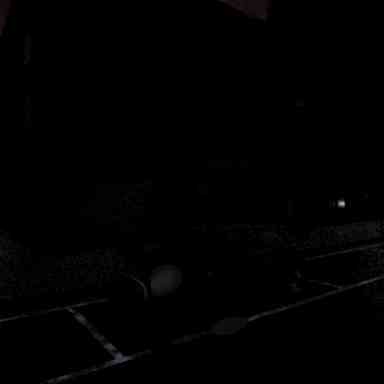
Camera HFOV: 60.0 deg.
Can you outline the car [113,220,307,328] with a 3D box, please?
[{"bbox_3d":[0.473,1.418,6.874,4.097,1.590,1.967,0,0,-36],"label":"car"}]
